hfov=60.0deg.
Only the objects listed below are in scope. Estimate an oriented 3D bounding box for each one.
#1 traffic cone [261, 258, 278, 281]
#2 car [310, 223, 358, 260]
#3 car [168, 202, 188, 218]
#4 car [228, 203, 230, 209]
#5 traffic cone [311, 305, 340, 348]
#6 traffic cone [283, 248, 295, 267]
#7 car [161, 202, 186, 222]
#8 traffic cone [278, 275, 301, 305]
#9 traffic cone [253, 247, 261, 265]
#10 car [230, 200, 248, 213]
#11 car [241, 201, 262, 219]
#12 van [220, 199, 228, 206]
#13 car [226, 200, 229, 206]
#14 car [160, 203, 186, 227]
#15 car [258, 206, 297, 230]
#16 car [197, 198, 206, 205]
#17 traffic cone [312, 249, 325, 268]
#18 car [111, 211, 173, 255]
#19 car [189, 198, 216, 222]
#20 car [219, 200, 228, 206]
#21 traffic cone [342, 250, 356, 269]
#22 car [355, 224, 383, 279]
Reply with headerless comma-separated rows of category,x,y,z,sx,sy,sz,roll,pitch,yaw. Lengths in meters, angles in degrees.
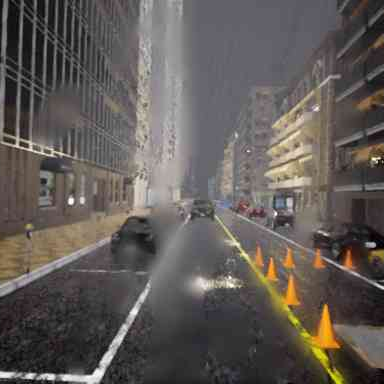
traffic cone,2.207,2.129,9.242,0.340,0.580,0.340,2,-1,2
car,6.302,1.911,13.725,1.947,1.339,4.313,2,-1,2
car,-1.479,1.916,36.363,1.752,1.417,4.829,2,-1,2
car,7.345,2.436,53.247,1.802,1.307,4.206,2,-1,2
traffic cone,2.101,2.079,5.244,0.340,0.580,0.340,2,-1,2
traffic cone,3.259,2.182,11.214,0.340,0.580,0.340,2,-1,2
car,-1.621,1.760,30.889,1.967,1.590,4.097,2,-1,2
traffic cone,2.154,2.103,7.243,0.340,0.580,0.340,2,-1,2
traffic cone,2.259,2.154,11.241,0.340,0.580,0.340,2,-1,2
car,7.205,2.096,47.604,2.192,1.841,5.009,2,-1,2
car,6.902,2.074,36.310,1.967,1.590,4.097,2,-1,2
van,8.097,2.572,81.480,1.690,1.788,3.998,2,-1,2
car,7.495,2.509,58.893,1.802,1.307,4.206,2,-1,2
car,-1.773,1.798,25.241,2.008,1.369,4.403,2,-1,2
car,6.601,2.039,25.017,2.008,1.369,4.403,2,-1,2
car,2.500,2.463,84.979,2.097,1.767,4.553,2,-1,2
traffic cone,4.258,2.211,11.187,0.340,0.580,0.340,2,-1,2
car,-2.073,1.670,13.949,1.947,1.339,4.313,2,-1,2
car,0.986,1.615,30.810,2.150,2.045,5.566,2,-1,2
car,8.241,2.873,87.124,1.947,1.339,4.313,2,-1,2
traffic cone,5.257,2.240,11.160,0.340,0.580,0.340,2,-1,2
car,6.158,1.802,8.248,1.752,1.417,4.829,2,-1,2
